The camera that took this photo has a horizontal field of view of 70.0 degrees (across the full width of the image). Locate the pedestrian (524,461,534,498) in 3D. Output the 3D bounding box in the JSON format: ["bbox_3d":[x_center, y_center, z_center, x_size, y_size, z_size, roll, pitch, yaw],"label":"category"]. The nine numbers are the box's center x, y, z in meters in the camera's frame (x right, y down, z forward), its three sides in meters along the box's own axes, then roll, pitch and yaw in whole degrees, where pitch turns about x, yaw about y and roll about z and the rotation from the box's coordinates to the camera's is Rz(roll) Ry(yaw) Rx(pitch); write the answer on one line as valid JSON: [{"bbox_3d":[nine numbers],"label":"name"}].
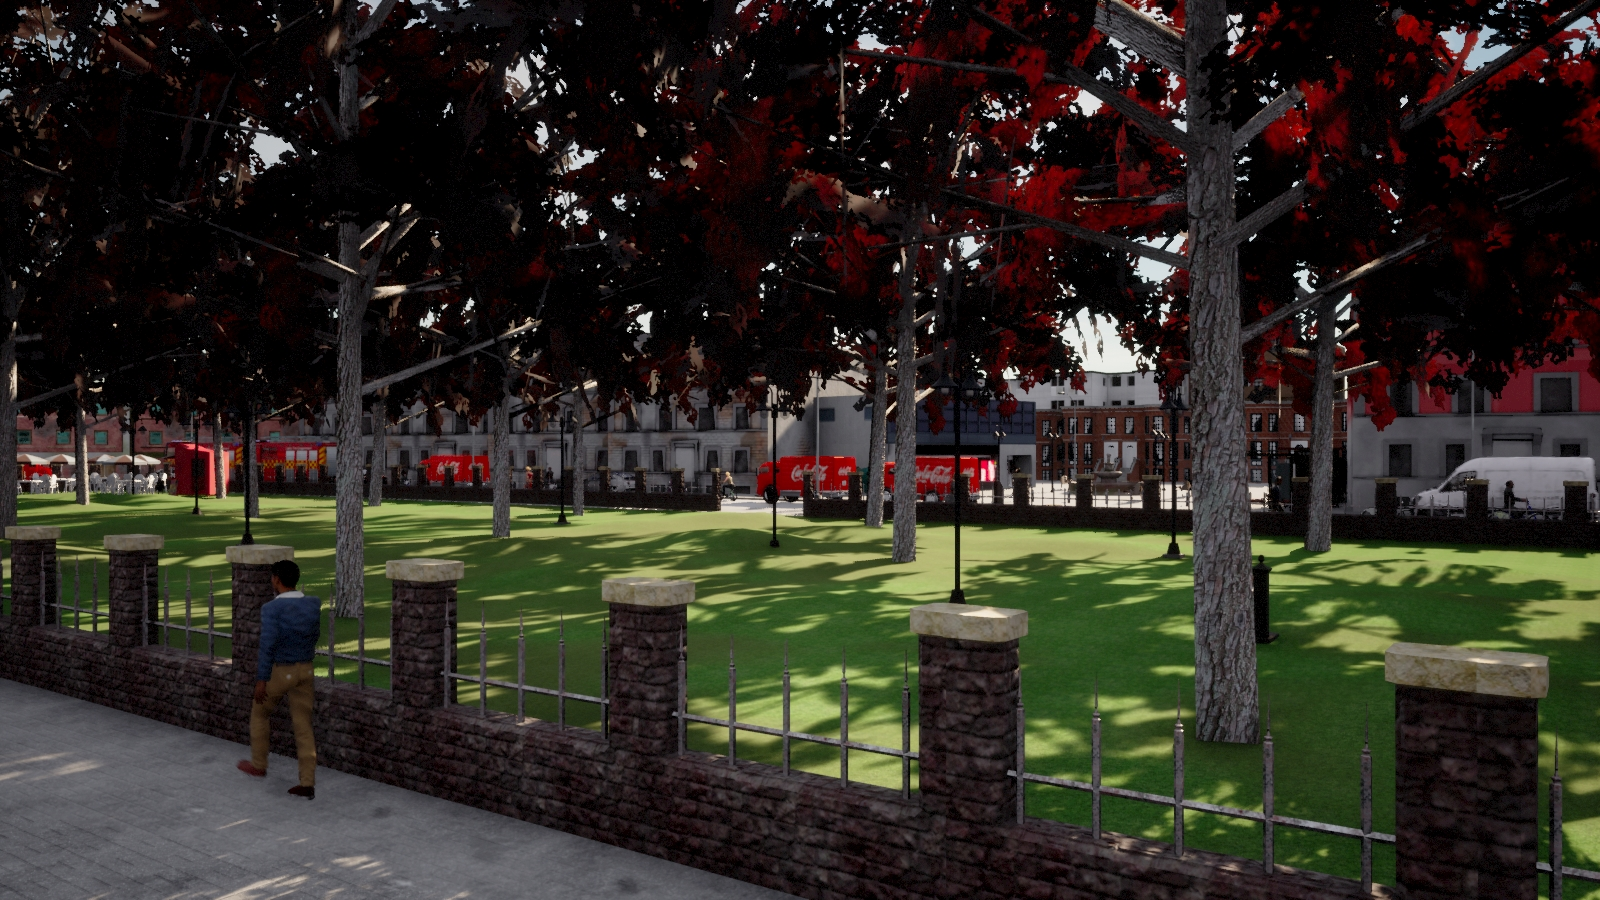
[{"bbox_3d":[-13.960,1.522,58.837,0.375,1.860,0.375,0,0,35],"label":"pedestrian"}]

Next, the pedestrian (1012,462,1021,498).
[{"bbox_3d":[11.263,1.573,59.420,0.375,1.860,0.375,0,0,38],"label":"pedestrian"}]

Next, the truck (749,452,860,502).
[{"bbox_3d":[0.205,1.348,59.637,5.204,2.467,2.627,0,0,35],"label":"truck"}]

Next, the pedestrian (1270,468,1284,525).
[{"bbox_3d":[15.824,1.524,37.886,0.375,1.860,0.375,0,0,35],"label":"pedestrian"}]

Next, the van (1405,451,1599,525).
[{"bbox_3d":[25.612,1.314,41.807,5.915,2.561,1.988,0,0,35],"label":"van"}]

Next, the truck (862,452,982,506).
[{"bbox_3d":[5.913,1.348,55.621,5.204,2.467,2.627,0,0,35],"label":"truck"}]

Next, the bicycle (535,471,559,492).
[{"bbox_3d":[-15.681,1.940,70.806,1.835,1.271,0.329,0,0,35],"label":"bicycle"}]

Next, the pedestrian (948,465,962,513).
[{"bbox_3d":[6.073,1.525,44.759,0.375,1.860,0.375,0,0,35],"label":"pedestrian"}]

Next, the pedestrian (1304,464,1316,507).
[{"bbox_3d":[21.952,1.522,49.168,0.375,1.860,0.375,0,0,12],"label":"pedestrian"}]

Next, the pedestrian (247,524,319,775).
[{"bbox_3d":[-4.027,1.526,8.901,0.375,1.860,0.375,0,0,35],"label":"pedestrian"}]

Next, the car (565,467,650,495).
[{"bbox_3d":[-11.432,1.827,67.802,4.902,1.511,2.128,0,0,35],"label":"car"}]
